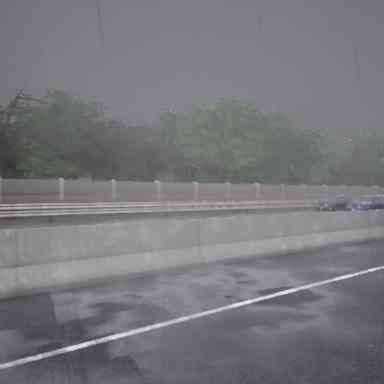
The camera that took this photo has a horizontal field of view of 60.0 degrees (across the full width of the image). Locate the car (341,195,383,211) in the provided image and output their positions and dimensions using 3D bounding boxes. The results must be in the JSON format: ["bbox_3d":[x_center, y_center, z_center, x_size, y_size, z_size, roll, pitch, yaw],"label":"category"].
[{"bbox_3d":[17.692,1.328,33.179,5.566,2.045,2.150,0,0,-34],"label":"car"}]

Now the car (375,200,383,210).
[{"bbox_3d":[19.122,1.653,29.929,5.357,1.411,2.033,0,0,-34],"label":"car"}]

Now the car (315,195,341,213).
[{"bbox_3d":[15.728,1.325,36.075,5.566,2.045,2.150,0,0,-34],"label":"car"}]
